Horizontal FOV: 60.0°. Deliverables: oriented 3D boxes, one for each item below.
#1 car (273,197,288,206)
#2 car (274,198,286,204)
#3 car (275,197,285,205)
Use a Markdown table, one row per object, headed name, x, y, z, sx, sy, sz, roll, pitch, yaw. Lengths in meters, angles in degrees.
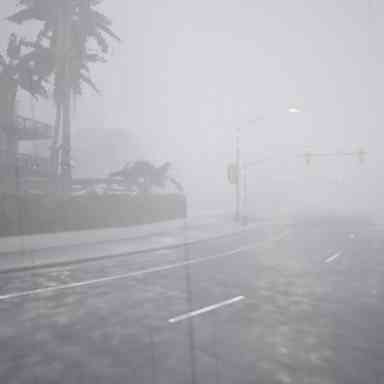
| name | x | y | z | sx | sy | sz | roll | pitch | yaw |
| --- | --- | --- | --- | --- | --- | --- | --- | --- | --- |
| car | 18.262 | 2.136 | 68.882 | 2.097 | 1.535 | 5.008 | 0 | -1 | 15 |
| car | 22.629 | 2.295 | 85.518 | 2.231 | 1.521 | 4.892 | 0 | -1 | 25 |
| car | 19.796 | 2.070 | 75.123 | 2.185 | 1.767 | 4.553 | 0 | -1 | 15 |
